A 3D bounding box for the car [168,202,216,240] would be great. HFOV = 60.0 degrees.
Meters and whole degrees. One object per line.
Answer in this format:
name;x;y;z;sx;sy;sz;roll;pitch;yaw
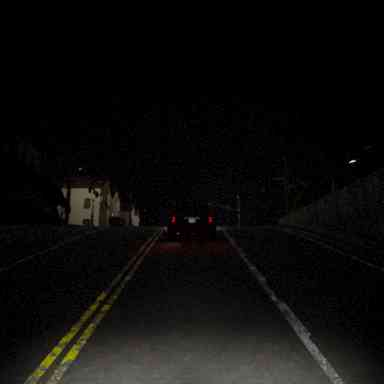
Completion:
car;-0.002;1.258;16.205;2.097;1.767;4.553;0;0;0
